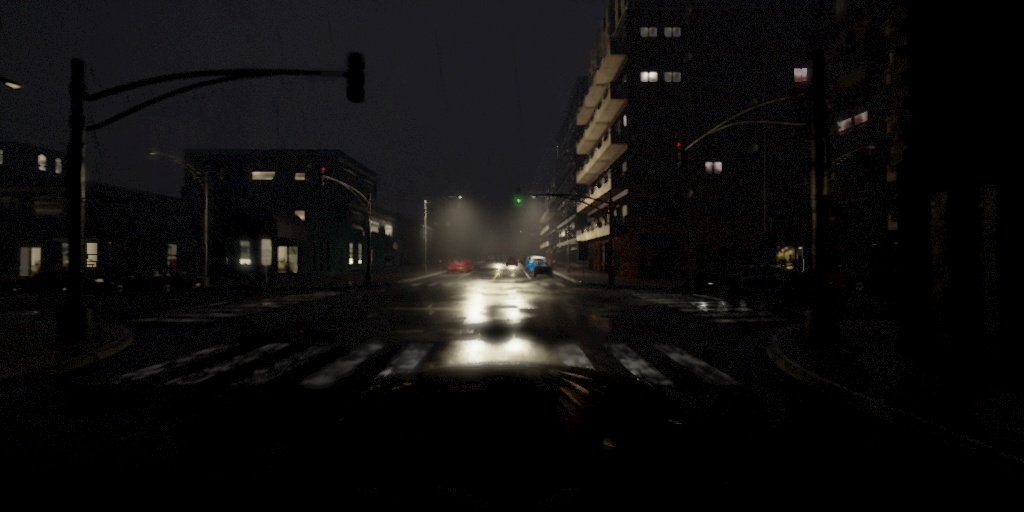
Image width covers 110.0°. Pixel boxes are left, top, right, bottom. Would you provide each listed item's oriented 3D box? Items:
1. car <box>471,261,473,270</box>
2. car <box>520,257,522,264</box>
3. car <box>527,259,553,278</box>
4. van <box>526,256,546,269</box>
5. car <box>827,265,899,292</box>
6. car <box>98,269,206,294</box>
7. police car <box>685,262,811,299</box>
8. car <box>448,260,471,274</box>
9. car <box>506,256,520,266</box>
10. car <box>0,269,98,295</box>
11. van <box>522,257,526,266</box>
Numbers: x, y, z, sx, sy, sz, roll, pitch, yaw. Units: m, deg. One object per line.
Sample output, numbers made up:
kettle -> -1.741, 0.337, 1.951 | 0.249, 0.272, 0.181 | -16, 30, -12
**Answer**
car -> -5.693, 1.113, 43.397 | 1.888, 1.381, 4.507 | 0, 0, 0
car -> 2.687, 1.011, 60.346 | 1.751, 1.417, 4.829 | 0, 0, 0
car -> 2.689, 1.170, 32.273 | 2.007, 1.370, 4.403 | 0, 0, 0
van -> 2.689, 0.934, 37.852 | 1.690, 1.789, 3.998 | 0, 0, 0
car -> 19.623, 1.191, 19.520 | 4.507, 1.381, 1.888 | 0, 0, 1
car -> -19.716, 1.376, 20.059 | 4.403, 1.370, 2.007 | 0, 0, 1
police car -> 10.941, 1.081, 16.831 | 5.238, 1.638, 1.930 | 0, -1, 1
car -> -5.692, 1.176, 37.817 | 1.802, 1.307, 4.207 | 0, 0, 0
car -> -0.004, 1.041, 61.754 | 1.994, 1.385, 4.181 | 0, 0, 0
car -> -25.197, 1.417, 20.134 | 4.313, 1.339, 1.948 | 0, 0, 1
van -> 2.688, 0.882, 49.015 | 1.690, 1.789, 3.998 | 0, 0, 0
